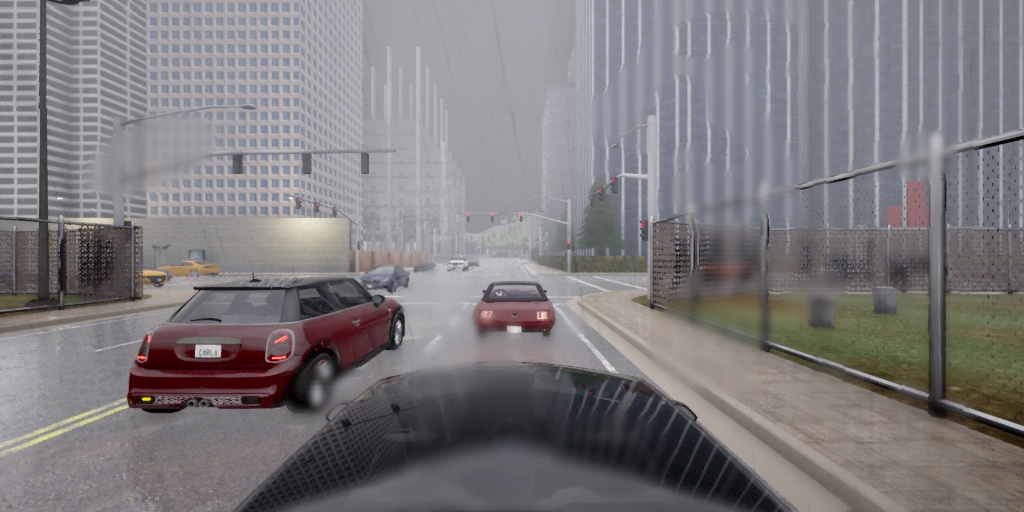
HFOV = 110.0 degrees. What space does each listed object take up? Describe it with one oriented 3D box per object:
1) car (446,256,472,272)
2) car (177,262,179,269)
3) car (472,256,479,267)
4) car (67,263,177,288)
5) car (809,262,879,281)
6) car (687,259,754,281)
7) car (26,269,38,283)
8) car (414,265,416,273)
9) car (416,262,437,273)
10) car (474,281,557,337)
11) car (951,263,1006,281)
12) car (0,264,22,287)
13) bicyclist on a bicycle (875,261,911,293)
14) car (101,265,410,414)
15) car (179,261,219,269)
[{"bbox_3d":[-7.112,0.970,47.694,2.150,2.045,5.566,0,0,0],"label":"car"},{"bbox_3d":[-26.675,1.220,25.107,4.674,1.442,1.812,0,0,0],"label":"car"},{"bbox_3d":[-7.059,1.227,64.953,1.882,1.535,5.008,0,0,0],"label":"car"},{"bbox_3d":[-23.730,1.172,21.601,5.008,1.535,1.882,0,0,0],"label":"car"},{"bbox_3d":[26.525,1.220,28.693,4.674,1.442,1.812,0,0,0],"label":"car"},{"bbox_3d":[16.588,1.047,28.723,4.553,1.767,2.097,0,0,0],"label":"car"},{"bbox_3d":[-36.265,1.242,25.127,5.357,1.411,2.033,0,0,0],"label":"car"},{"bbox_3d":[-7.104,1.242,20.245,1.812,1.442,4.674,0,0,0],"label":"car"},{"bbox_3d":[-10.610,1.351,44.029,1.895,1.301,4.718,0,0,0],"label":"car"},{"bbox_3d":[0.077,1.351,10.212,1.895,1.301,4.718,0,0,0],"label":"car"},{"bbox_3d":[36.426,1.258,28.672,4.181,1.385,1.994,0,0,0],"label":"car"},{"bbox_3d":[-33.307,1.172,21.620,5.008,1.535,1.882,0,0,0],"label":"car"},{"bbox_3d":[18.801,0.995,17.737,0.582,1.620,1.656,0,0,0],"label":"bicyclist on a bicycle"},{"bbox_3d":[-3.443,1.102,6.207,2.097,1.767,4.553,0,0,0],"label":"car"},{"bbox_3d":[-29.240,1.172,32.288,5.008,1.535,1.882,0,0,0],"label":"car"}]
